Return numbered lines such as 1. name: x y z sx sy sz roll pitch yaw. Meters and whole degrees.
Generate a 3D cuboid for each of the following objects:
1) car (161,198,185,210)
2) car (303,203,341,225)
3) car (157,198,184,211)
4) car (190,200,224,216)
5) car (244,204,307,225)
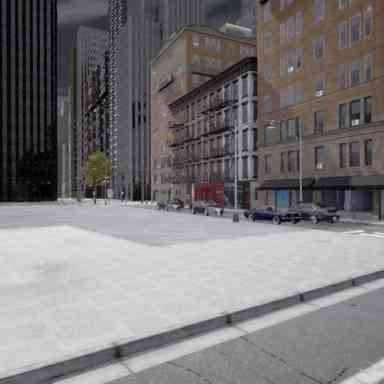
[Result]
1. car: -2.847 1.722 48.876 1.837 1.490 4.892 0 0 -26
2. car: 8.785 1.575 25.075 1.837 1.490 4.892 -1 0 -25
3. car: -3.093 1.689 43.316 2.128 1.511 4.902 0 0 -26
4. car: 1.458 1.631 34.073 2.128 1.511 4.902 0 0 -26
5. car: 5.975 1.686 24.932 1.895 1.301 4.718 0 0 -26
